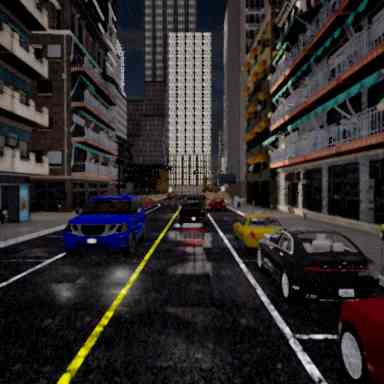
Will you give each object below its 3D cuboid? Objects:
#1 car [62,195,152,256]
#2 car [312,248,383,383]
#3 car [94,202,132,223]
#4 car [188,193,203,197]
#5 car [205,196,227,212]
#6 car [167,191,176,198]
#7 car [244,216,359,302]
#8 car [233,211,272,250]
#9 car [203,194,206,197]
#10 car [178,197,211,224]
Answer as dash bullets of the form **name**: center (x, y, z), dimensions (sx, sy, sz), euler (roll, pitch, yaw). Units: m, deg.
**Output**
- **car**: center (-3.099, 1.143, 13.057), dimensions (2.150, 2.045, 5.566), euler (0, 0, 0)
- **car**: center (2.683, 1.529, 2.441), dimensions (1.887, 1.381, 4.507), euler (-1, 0, 0)
- **car**: center (-5.695, 1.436, 24.550), dimensions (1.802, 1.307, 4.206), euler (-1, 0, 0)
- **car**: center (0.101, 1.235, 40.988), dimensions (1.882, 1.535, 5.008), euler (0, 0, 0)
- **car**: center (2.687, 1.334, 35.582), dimensions (1.887, 1.381, 4.507), euler (-1, 0, 0)
- **car**: center (-5.688, 1.023, 90.156), dimensions (1.887, 1.381, 4.507), euler (-1, 0, 0)
- **car**: center (2.684, 1.502, 7.965), dimensions (2.008, 1.369, 4.403), euler (-1, 0, 0)
- **car**: center (2.684, 1.443, 13.658), dimensions (1.752, 1.417, 4.829), euler (-1, 0, 0)
- **car**: center (2.687, 1.249, 46.798), dimensions (1.752, 1.417, 4.829), euler (-1, 0, 0)
- **car**: center (0.099, 1.369, 23.102), dimensions (1.837, 1.490, 4.892), euler (0, 1, 0)
